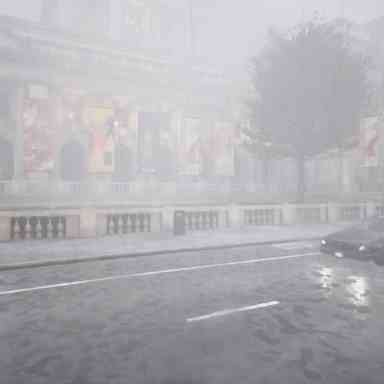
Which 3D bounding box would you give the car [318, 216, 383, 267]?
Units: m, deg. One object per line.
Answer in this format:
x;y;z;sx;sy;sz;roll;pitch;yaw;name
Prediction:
6.900;1.547;11.478;5.357;1.411;2.033;0;0;-27;car
